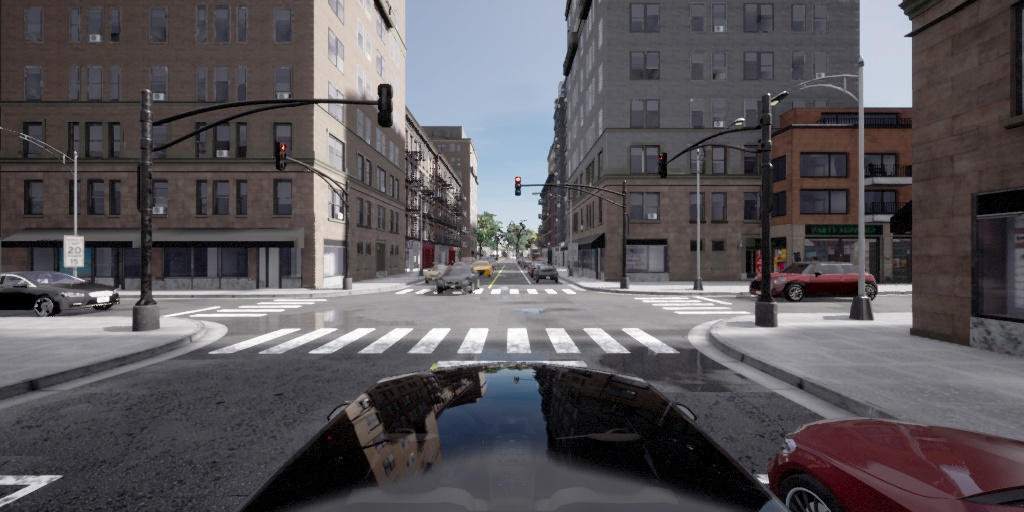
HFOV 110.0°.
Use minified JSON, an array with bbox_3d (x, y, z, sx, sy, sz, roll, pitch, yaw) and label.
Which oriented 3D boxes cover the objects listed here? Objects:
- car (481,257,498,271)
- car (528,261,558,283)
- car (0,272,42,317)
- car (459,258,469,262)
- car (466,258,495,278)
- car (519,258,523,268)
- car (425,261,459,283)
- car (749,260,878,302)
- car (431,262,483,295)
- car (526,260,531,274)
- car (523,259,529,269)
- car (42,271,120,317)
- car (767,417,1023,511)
[{"bbox_3d":[-2.952,1.260,47.820,1.837,1.490,4.892,0,0,0],"label":"car"},{"bbox_3d":[2.572,1.302,27.786,2.007,1.370,4.403,0,0,0],"label":"car"},{"bbox_3d":[-5.398,1.065,0.758,2.192,1.841,5.009,0,0,0],"label":"car"},{"bbox_3d":[-5.504,1.278,38.559,1.751,1.417,4.829,0,0,0],"label":"car"},{"bbox_3d":[-2.930,1.230,34.431,1.882,1.535,5.008,0,0,0],"label":"car"},{"bbox_3d":[2.504,1.306,55.195,2.007,1.370,4.403,0,0,0],"label":"car"},{"bbox_3d":[-5.480,1.277,27.596,1.751,1.417,4.829,0,0,0],"label":"car"},{"bbox_3d":[13.223,1.036,15.965,4.553,1.767,2.097,0,0,0],"label":"car"},{"bbox_3d":[-2.895,1.257,19.898,1.837,1.490,4.892,0,0,0],"label":"car"},{"bbox_3d":[2.559,1.297,33.267,1.888,1.381,4.507,0,0,0],"label":"car"},{"bbox_3d":[2.545,1.303,38.749,2.007,1.370,4.403,0,0,0],"label":"car"},{"bbox_3d":[-17.098,1.310,12.900,4.902,1.511,2.128,0,0,1],"label":"car"},{"bbox_3d":[2.640,1.332,0.778,1.802,1.307,4.207,0,0,0],"label":"car"}]
